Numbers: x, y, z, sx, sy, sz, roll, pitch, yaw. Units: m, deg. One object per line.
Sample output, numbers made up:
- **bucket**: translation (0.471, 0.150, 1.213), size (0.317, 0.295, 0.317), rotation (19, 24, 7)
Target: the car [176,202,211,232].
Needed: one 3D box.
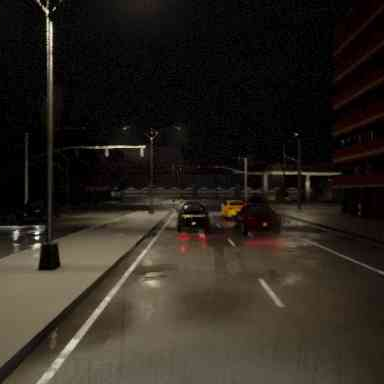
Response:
- **car**: translation (0.089, 1.475, 20.028), size (2.128, 1.511, 4.902), rotation (0, 0, 0)

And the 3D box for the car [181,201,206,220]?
- **car**: translation (0.086, 1.541, 28.795), size (1.994, 1.385, 4.181), rotation (0, 0, -1)

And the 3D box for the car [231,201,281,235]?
- **car**: translation (3.588, 1.463, 18.872), size (1.882, 1.535, 5.008), rotation (0, 0, 0)

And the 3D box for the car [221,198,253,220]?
- **car**: translation (3.585, 1.455, 28.122), size (1.882, 1.535, 5.008), rotation (0, 0, 0)

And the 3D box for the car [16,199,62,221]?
- **car**: translation (-11.514, 1.310, 25.375), size (1.812, 1.442, 4.674), rotation (0, 0, 0)

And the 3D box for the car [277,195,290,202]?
- **car**: translation (18.917, 1.400, 69.145), size (1.970, 1.475, 3.806), rotation (0, 0, 0)

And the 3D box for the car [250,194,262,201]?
- **car**: translation (13.172, 1.240, 68.379), size (2.242, 1.667, 4.611), rotation (0, 0, 0)
